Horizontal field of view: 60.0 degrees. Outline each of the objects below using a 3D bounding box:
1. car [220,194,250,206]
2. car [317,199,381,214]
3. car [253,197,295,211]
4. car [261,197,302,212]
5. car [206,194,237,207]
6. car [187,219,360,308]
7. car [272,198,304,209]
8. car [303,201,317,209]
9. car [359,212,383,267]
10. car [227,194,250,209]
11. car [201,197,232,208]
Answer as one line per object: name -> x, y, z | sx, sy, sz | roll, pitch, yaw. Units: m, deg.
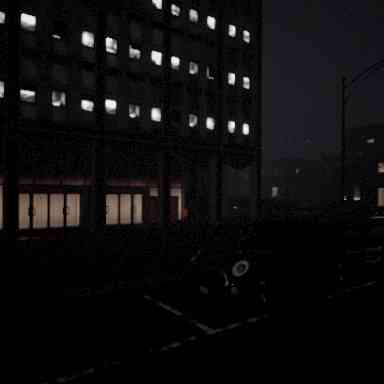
car -> 7.206, 1.283, 56.185 | 2.192, 1.841, 5.009 | 1, 0, -35
car -> 15.860, 1.565, 33.466 | 2.033, 1.411, 5.357 | 1, 0, -35
car -> 10.184, 1.453, 41.674 | 1.882, 1.535, 5.008 | 1, 0, -35
car -> 9.751, 1.516, 37.756 | 2.008, 1.369, 4.403 | 1, 0, -35
car -> 4.393, 1.285, 50.085 | 2.097, 1.767, 4.553 | 1, 0, -35
car -> 1.863, 1.459, 7.885 | 4.097, 1.590, 1.967 | 0, 0, -36
car -> 13.499, 1.595, 47.074 | 1.802, 1.307, 4.206 | 1, 0, -35
car -> 16.550, 1.562, 42.658 | 1.752, 1.417, 4.829 | 1, 0, -35
car -> 6.494, 1.587, 11.194 | 4.403, 1.369, 2.008 | 0, 0, -36
car -> 6.606, 1.257, 42.312 | 2.192, 1.841, 5.009 | 1, 0, -35
car -> 3.456, 1.470, 46.867 | 2.008, 1.369, 4.403 | 1, 0, -35
